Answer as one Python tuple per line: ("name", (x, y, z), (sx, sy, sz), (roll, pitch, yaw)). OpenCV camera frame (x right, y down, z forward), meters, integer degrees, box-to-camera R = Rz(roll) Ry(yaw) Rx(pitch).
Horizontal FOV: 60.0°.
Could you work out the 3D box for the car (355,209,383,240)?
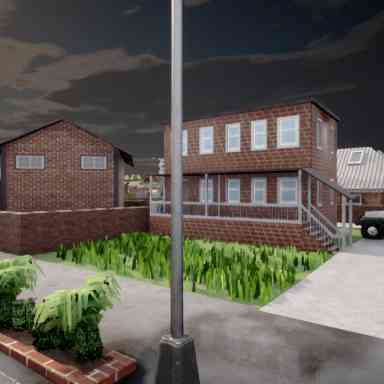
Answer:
("car", (8.443, 0.973, 12.627), (3.866, 1.878, 1.905), (0, 0, 36))
